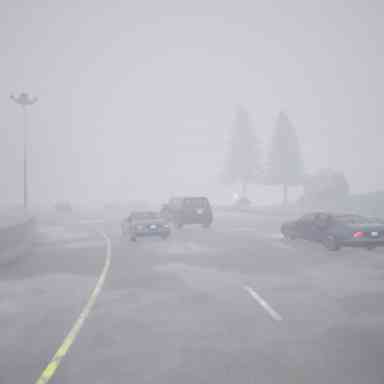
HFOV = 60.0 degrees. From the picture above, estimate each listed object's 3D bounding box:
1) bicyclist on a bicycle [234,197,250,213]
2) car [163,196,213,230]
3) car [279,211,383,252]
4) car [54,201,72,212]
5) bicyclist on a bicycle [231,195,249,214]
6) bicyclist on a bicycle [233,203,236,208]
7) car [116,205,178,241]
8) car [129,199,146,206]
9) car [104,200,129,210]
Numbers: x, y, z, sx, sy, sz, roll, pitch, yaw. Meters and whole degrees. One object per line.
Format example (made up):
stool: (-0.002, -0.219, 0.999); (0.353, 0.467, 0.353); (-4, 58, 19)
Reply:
bicyclist on a bicycle: (5.936, 1.357, 36.595); (1.656, 1.620, 0.582); (23, -11, -28)
car: (-0.528, 1.316, 22.144); (2.150, 2.045, 5.566); (0, 0, -21)
car: (5.653, 1.494, 13.782); (2.033, 1.411, 5.357); (-1, 0, -13)
car: (-18.133, 2.006, 46.802); (2.128, 1.511, 4.902); (-1, 0, -30)
bicyclist on a bicycle: (5.409, 1.369, 37.547); (1.656, 1.620, 0.582); (26, -13, -28)
bicyclist on a bicycle: (5.661, 1.361, 37.099); (1.656, 1.620, 0.582); (25, -14, -28)
car: (-2.576, 1.664, 17.564); (2.033, 1.411, 5.357); (-1, 0, -19)
car: (-8.688, 1.857, 51.438); (1.837, 1.490, 4.892); (-1, 0, -30)
car: (-11.687, 1.949, 49.635); (2.033, 1.411, 5.357); (-1, 0, -30)
